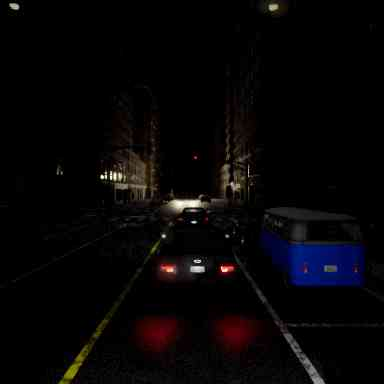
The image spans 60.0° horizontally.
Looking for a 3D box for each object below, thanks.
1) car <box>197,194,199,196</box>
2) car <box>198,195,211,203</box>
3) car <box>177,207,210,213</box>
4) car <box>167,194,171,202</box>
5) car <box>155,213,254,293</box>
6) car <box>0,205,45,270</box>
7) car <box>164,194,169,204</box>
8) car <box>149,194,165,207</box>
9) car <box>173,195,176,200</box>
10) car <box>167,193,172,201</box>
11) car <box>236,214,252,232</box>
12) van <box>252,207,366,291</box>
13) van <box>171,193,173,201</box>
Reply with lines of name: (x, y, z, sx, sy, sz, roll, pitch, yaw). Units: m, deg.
car: (2.856, 1.515, 79.632, 2.008, 1.369, 4.403, 0, 0, 0)
car: (2.855, 1.403, 68.734, 1.967, 1.590, 4.097, 0, 0, 0)
car: (0.101, 1.557, 19.287, 1.994, 1.385, 4.181, 0, 0, 0)
car: (-5.669, 1.508, 63.248, 1.887, 1.381, 4.507, 0, 0, 0)
car: (0.101, 1.546, 8.968, 2.033, 1.411, 5.357, 0, 0, 0)
car: (-5.670, 1.313, 8.657, 2.192, 1.841, 5.009, 0, 0, 0)
car: (-5.669, 1.516, 57.797, 2.008, 1.369, 4.403, 0, 0, 0)
car: (-5.669, 1.493, 52.176, 1.752, 1.417, 4.829, 0, 0, 0)
car: (-5.669, 1.515, 79.600, 2.008, 1.369, 4.403, 0, 0, 0)
car: (-5.669, 1.508, 68.699, 1.887, 1.381, 4.507, 0, 0, 0)
car: (2.856, 1.562, 14.358, 1.947, 1.339, 4.313, 0, 0, 0)
van: (2.855, 1.339, 8.697, 1.690, 1.788, 3.998, 0, 0, 0)
van: (-5.670, 1.304, 74.149, 1.690, 1.788, 3.998, 0, 0, 0)
